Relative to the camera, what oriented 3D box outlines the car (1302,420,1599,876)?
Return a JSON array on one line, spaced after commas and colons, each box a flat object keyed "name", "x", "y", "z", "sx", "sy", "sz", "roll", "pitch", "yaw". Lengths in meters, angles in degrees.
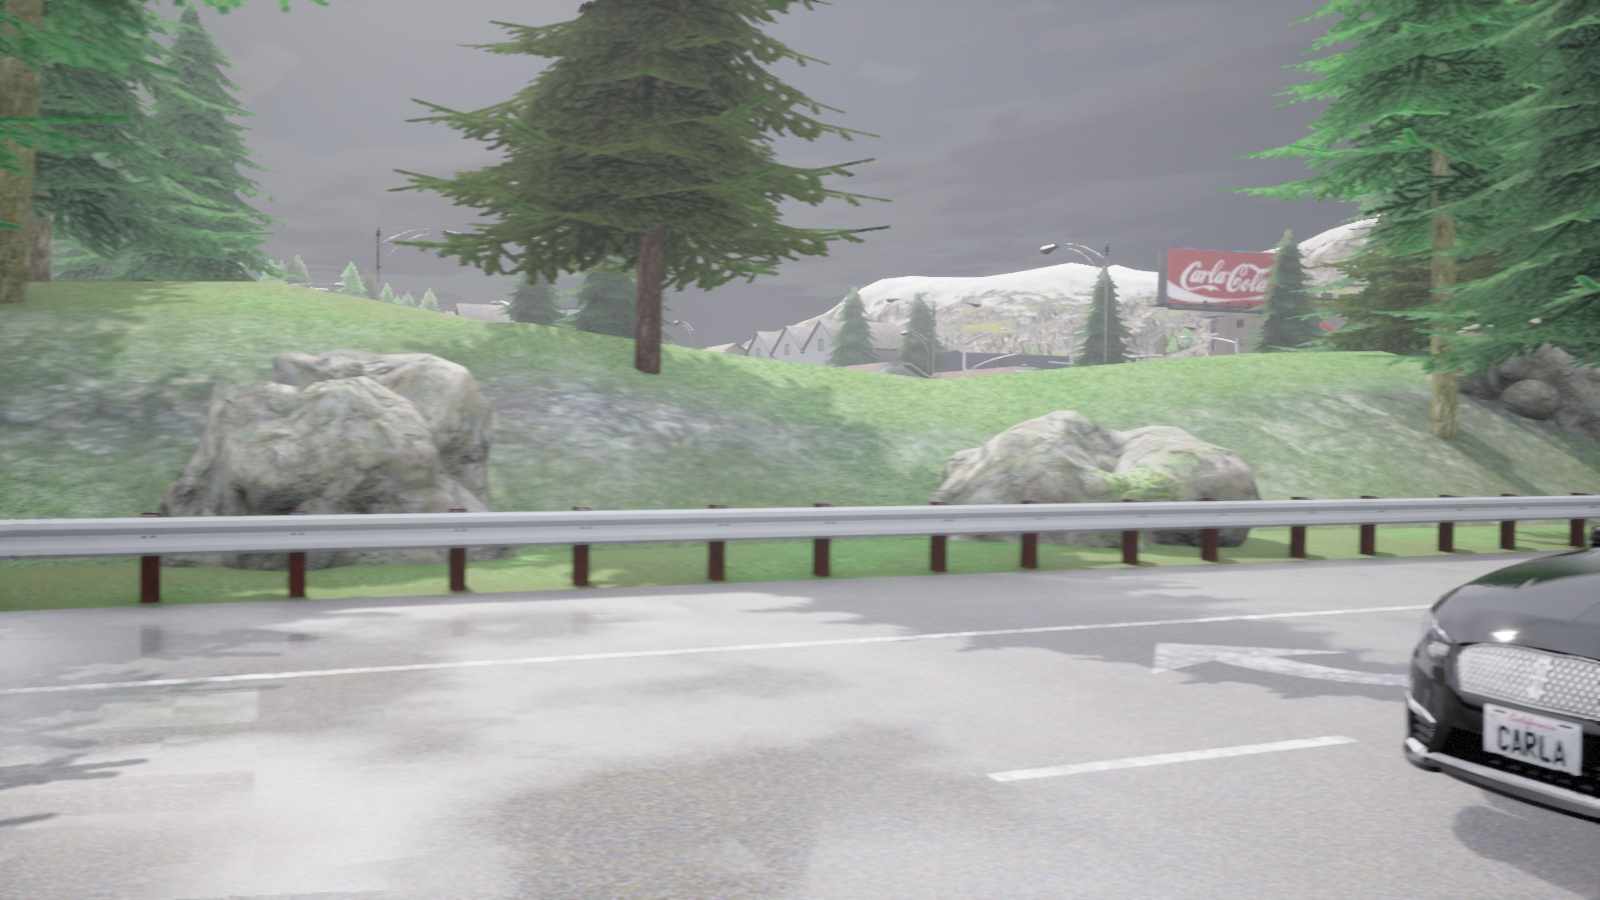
[{"name": "car", "x": 4.815, "y": 0.614, "z": 5.309, "sx": 4.902, "sy": 1.511, "sz": 2.128, "roll": -1, "pitch": 1, "yaw": -22}]
